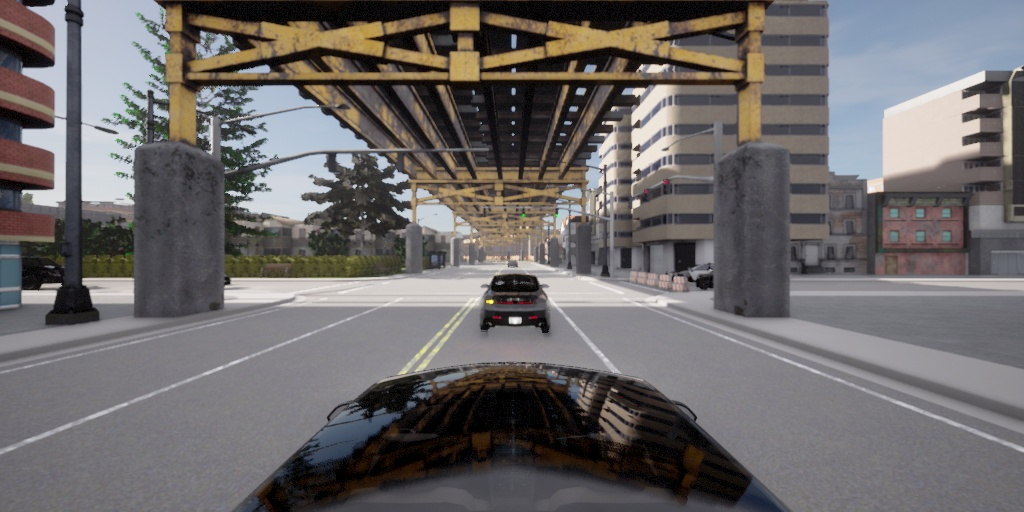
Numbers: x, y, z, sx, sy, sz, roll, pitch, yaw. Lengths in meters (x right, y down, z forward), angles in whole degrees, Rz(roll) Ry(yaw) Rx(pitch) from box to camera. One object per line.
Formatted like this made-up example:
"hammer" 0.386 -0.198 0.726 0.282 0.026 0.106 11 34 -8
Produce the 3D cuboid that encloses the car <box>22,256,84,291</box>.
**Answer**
"car" -30.059 1.021 22.071 5.566 2.045 2.150 0 0 0

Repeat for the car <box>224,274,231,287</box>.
"car" -20.045 1.304 22.016 4.892 1.490 1.837 0 0 0

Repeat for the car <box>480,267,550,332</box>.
"car" 0.088 1.279 10.981 1.837 1.490 4.892 0 0 0
